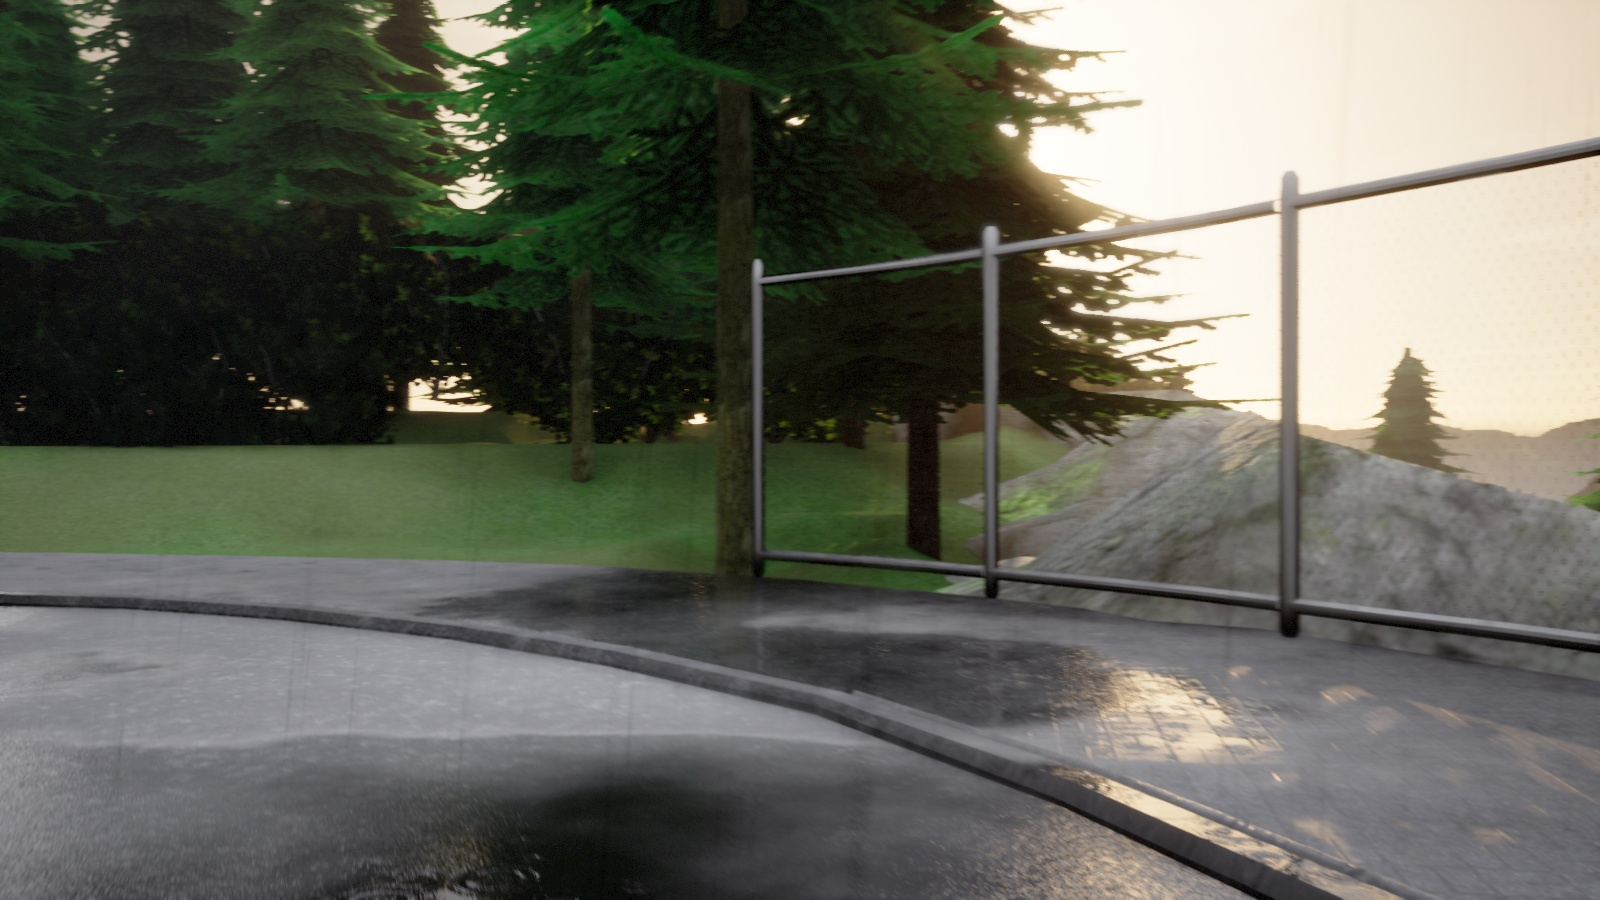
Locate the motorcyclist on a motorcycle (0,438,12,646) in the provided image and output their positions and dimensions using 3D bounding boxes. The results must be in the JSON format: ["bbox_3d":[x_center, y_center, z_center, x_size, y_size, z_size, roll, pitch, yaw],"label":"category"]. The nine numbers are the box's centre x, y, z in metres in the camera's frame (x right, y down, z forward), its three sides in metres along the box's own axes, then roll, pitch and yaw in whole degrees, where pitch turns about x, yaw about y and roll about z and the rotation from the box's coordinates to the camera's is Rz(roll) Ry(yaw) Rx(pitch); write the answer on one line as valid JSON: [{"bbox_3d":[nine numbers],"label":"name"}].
[{"bbox_3d":[-6.920,0.685,9.285,2.044,1.523,0.797,0,2,23],"label":"motorcyclist on a motorcycle"}]
